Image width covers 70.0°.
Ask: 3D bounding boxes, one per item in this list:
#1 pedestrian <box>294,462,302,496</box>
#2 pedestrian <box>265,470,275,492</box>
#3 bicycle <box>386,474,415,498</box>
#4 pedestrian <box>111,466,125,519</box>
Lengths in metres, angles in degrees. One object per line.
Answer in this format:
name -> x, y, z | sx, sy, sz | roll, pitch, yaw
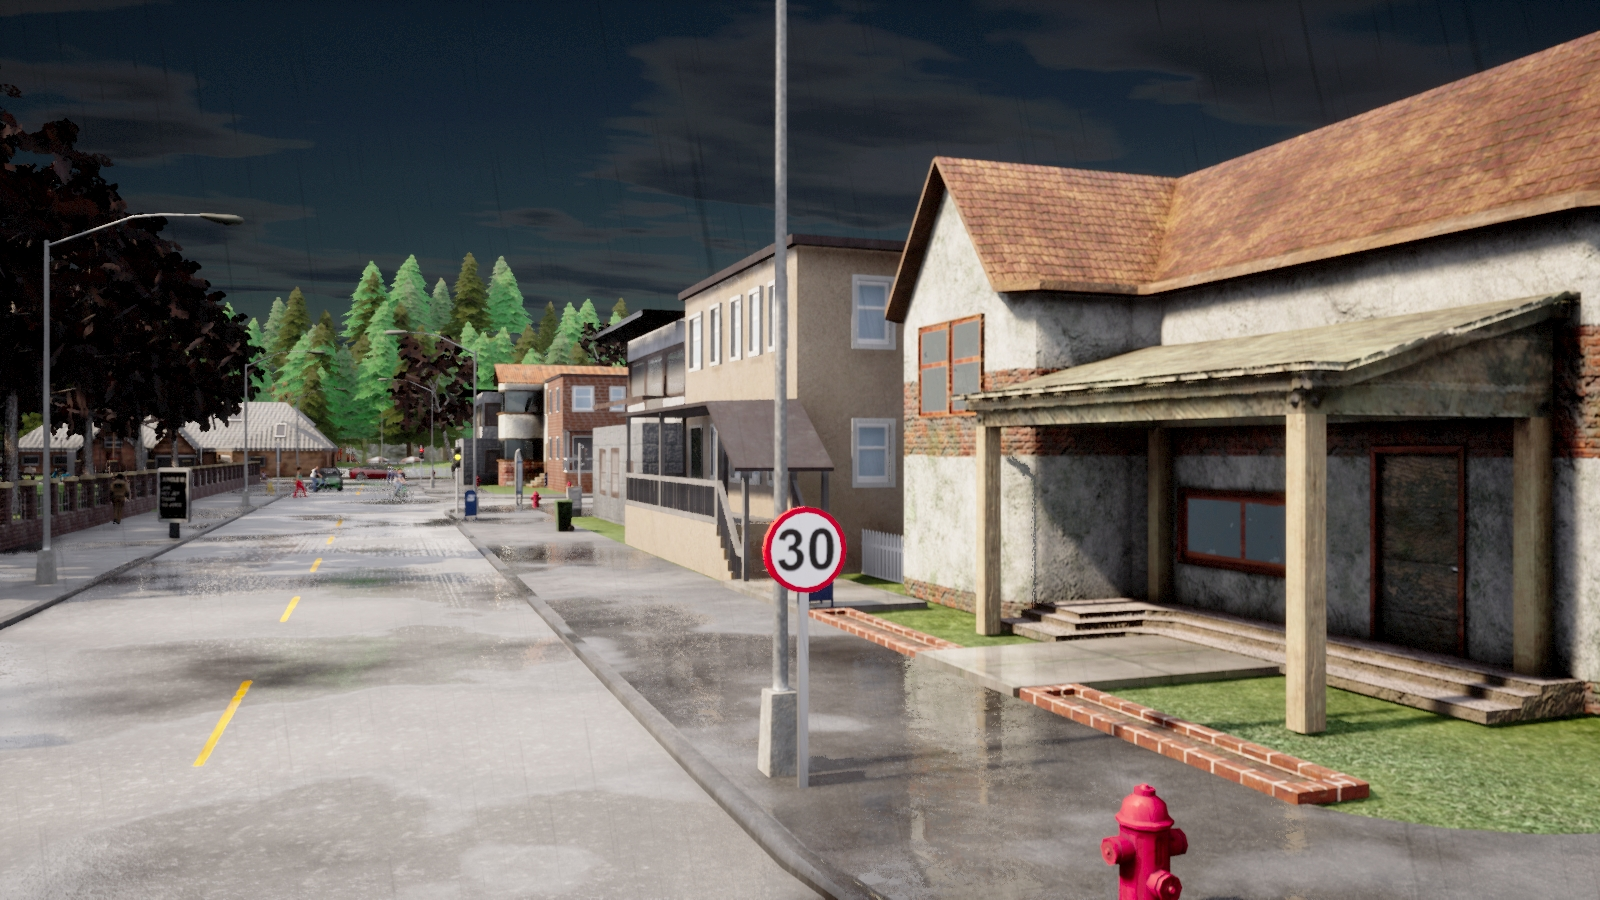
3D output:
pedestrian -> -28.307, 1.626, 64.412 | 0.375, 1.860, 0.375 | 0, 0, -37
pedestrian -> -31.145, 1.801, 67.086 | 0.375, 1.300, 0.375 | 0, 0, 23
bicycle -> -21.511, 1.937, 61.510 | 1.643, 1.296, 0.373 | 0, -1, 26
pedestrian -> -24.355, 1.519, 40.811 | 0.375, 1.860, 0.375 | 0, 0, -20
